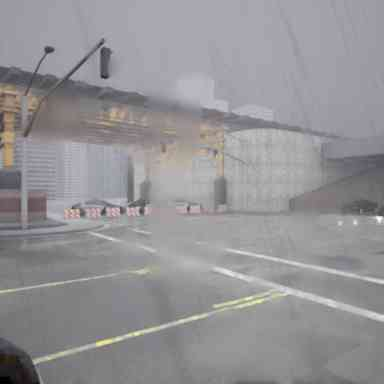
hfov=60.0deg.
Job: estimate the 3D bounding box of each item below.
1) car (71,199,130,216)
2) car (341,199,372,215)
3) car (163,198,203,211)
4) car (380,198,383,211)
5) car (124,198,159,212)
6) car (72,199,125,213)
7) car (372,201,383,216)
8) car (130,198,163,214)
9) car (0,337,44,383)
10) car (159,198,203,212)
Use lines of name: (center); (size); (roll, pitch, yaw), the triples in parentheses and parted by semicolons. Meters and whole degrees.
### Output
car: (-8.946, 1.460, 32.119); (4.974, 1.542, 2.038); (0, 0, 8)
car: (17.483, 1.498, 34.604); (5.008, 1.535, 1.882); (0, 0, -37)
car: (-1.357, 1.308, 38.574); (4.536, 1.218, 1.853); (0, 0, -7)
car: (25.009, 1.517, 40.286); (4.902, 1.511, 2.128); (0, 0, -37)
car: (-5.191, 1.305, 34.862); (1.853, 1.218, 4.536); (0, 0, 18)
car: (-8.998, 1.302, 32.126); (4.536, 1.218, 1.853); (0, 0, 8)
car: (19.842, 1.568, 32.003); (5.357, 1.411, 2.033); (0, 0, -37)
car: (-5.207, 1.462, 34.812); (2.038, 1.542, 4.974); (0, 0, 18)
car: (-3.270, 1.490, 1.438); (4.902, 1.511, 2.128); (0, 0, -35)
car: (-1.305, 1.465, 38.580); (4.974, 1.542, 2.038); (0, 0, -7)
